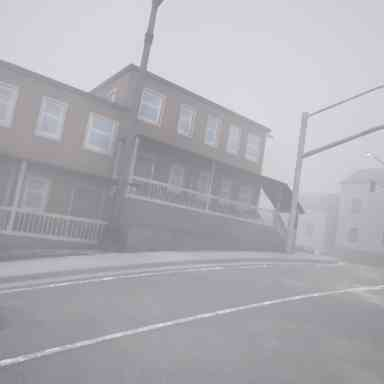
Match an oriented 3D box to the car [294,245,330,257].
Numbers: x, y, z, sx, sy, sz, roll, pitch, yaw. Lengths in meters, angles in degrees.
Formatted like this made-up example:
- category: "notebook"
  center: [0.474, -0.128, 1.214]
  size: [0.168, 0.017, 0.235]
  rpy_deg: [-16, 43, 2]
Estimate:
- category: "car"
  center: [9.821, 5.503, 29.205]
  size: [2.097, 1.767, 4.553]
  rpy_deg: [13, -16, -34]
